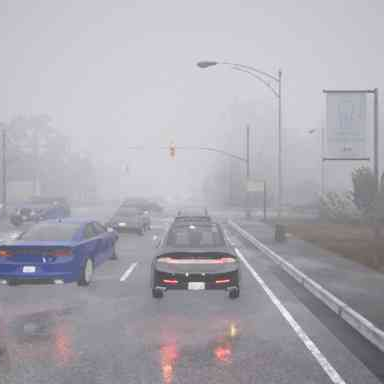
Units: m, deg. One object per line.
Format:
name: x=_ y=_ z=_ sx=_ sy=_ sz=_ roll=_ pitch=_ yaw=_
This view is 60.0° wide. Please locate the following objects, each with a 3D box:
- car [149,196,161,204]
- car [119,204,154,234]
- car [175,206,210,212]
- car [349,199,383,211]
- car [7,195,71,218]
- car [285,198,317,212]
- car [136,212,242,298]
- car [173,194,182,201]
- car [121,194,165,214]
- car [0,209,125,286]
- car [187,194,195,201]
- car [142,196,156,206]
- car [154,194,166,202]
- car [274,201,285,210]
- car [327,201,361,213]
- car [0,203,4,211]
car: x=-7.261 y=1.505 z=65.951 sx=1.837 sy=1.490 sz=4.892 roll=0 pitch=0 yaw=0
car: x=-3.463 y=1.564 z=18.464 sx=1.994 sy=1.385 sz=4.181 roll=0 pitch=0 yaw=0
car: x=0.038 y=1.478 z=17.964 sx=1.882 sy=1.535 sz=5.008 roll=0 pitch=0 yaw=0
car: x=22.589 y=1.542 z=41.133 sx=5.357 sy=1.411 sz=2.033 roll=0 pitch=0 yaw=3
car: x=-10.260 y=1.221 z=23.179 sx=2.150 sy=2.045 sz=5.566 roll=1 pitch=0 yaw=0
car: x=13.570 y=1.526 z=38.103 sx=4.674 sy=1.442 sz=1.812 roll=0 pitch=0 yaw=3
car: x=0.073 y=1.491 z=8.468 sx=2.128 sy=1.511 sz=4.902 roll=0 pitch=0 yaw=0
car: x=-3.800 y=1.471 z=85.277 sx=1.882 sy=1.535 sz=5.008 roll=0 pitch=0 yaw=0
car: x=-5.248 y=1.351 z=35.400 sx=4.553 sy=1.767 sz=2.097 roll=0 pitch=0 yaw=3
car: x=-3.431 y=1.478 z=9.472 sx=1.882 sy=1.535 sz=5.008 roll=0 pitch=0 yaw=0
car: x=-0.302 y=1.518 z=85.673 sx=2.128 sy=1.511 sz=4.902 roll=0 pitch=0 yaw=0
car: x=-7.278 y=1.505 z=56.583 sx=1.837 sy=1.490 sz=4.892 roll=0 pitch=0 yaw=0
car: x=-7.267 y=1.355 z=75.875 sx=2.097 sy=1.767 sz=4.553 roll=0 pitch=0 yaw=0
car: x=12.852 y=1.491 z=41.661 sx=4.902 sy=1.511 sz=2.128 roll=0 pitch=0 yaw=3
car: x=16.789 y=1.601 z=34.230 sx=4.718 sy=1.301 sz=1.895 roll=0 pitch=0 yaw=3
car: x=-22.384 y=1.526 z=36.348 sx=4.674 sy=1.442 sz=1.812 roll=0 pitch=0 yaw=2
